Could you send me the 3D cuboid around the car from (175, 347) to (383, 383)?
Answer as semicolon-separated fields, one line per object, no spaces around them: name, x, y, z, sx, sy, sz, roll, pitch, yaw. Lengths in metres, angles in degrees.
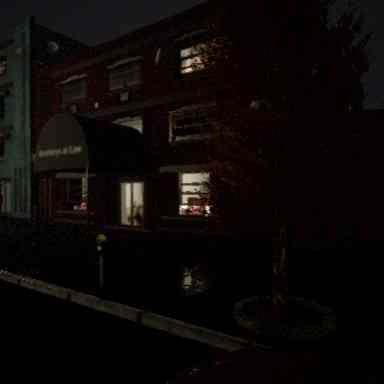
car;1.662;1.582;1.692;4.206;1.307;1.802;0;0;35
